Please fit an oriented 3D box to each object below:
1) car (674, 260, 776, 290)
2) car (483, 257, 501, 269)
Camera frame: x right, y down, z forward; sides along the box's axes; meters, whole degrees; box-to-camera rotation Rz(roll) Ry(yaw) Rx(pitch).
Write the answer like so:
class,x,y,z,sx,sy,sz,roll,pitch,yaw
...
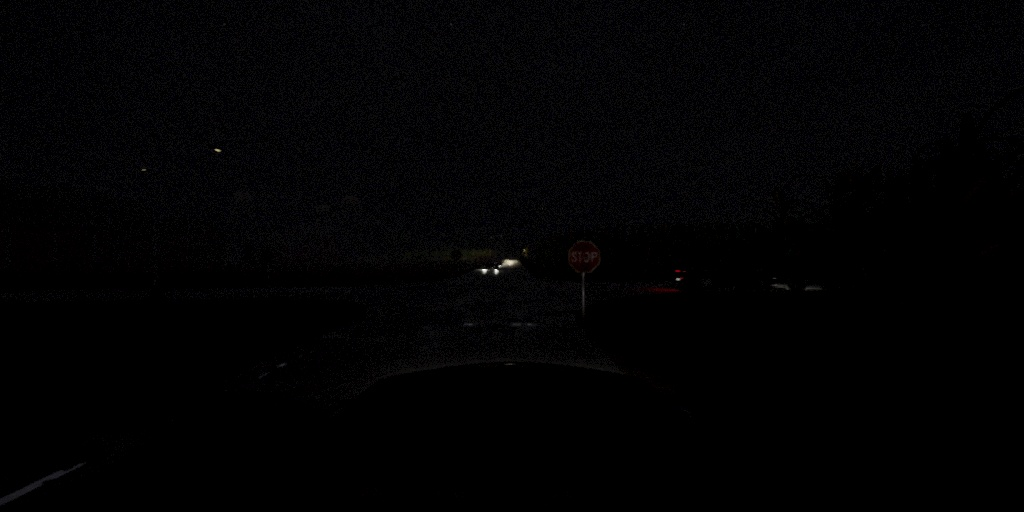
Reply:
class,x,y,z,sx,sy,sz,roll,pitch,yaw
car,11.210,0.947,19.018,4.892,1.490,1.837,-1,0,0
car,-2.818,0.905,48.244,1.882,1.535,5.008,0,0,0
